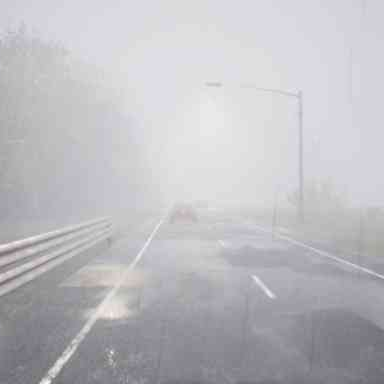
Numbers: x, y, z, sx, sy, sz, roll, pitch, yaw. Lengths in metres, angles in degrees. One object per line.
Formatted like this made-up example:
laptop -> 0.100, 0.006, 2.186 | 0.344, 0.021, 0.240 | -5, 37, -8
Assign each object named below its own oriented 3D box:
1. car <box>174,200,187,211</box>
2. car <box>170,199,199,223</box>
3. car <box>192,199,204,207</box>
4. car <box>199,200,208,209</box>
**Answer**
car -> -1.691, 1.961, 49.329 | 1.837, 1.490, 4.892 | 0, 0, -3
car -> -0.800, 1.623, 28.732 | 2.097, 1.767, 4.553 | 0, 0, -2
car -> 1.088, 2.138, 63.756 | 2.033, 1.411, 5.357 | 0, 0, -2
car -> 1.540, 2.028, 53.344 | 2.033, 1.411, 5.357 | 0, 0, -2
